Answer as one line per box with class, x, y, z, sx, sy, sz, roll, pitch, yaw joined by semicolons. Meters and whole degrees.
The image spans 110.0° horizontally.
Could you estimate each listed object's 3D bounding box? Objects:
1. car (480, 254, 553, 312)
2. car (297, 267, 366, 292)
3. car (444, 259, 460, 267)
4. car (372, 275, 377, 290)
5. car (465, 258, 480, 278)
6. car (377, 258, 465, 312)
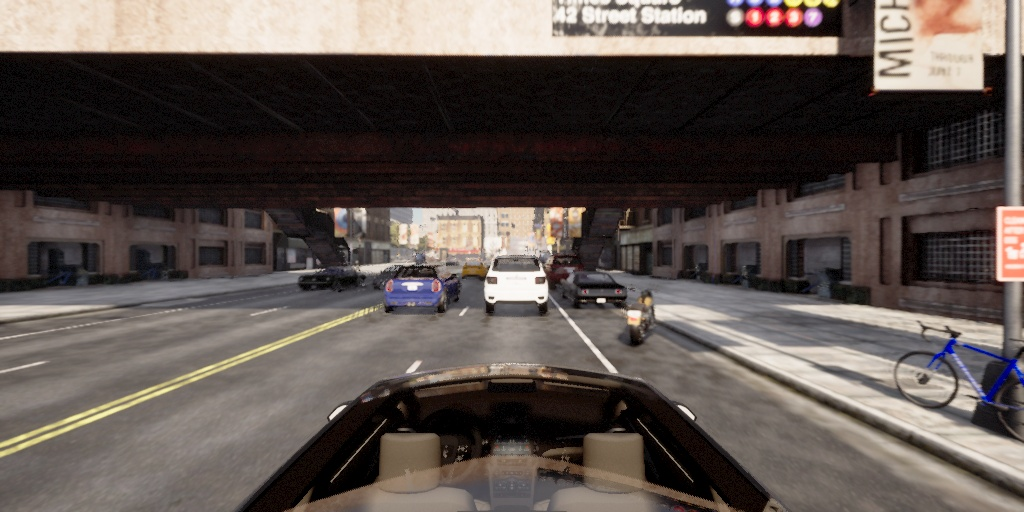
car;0.167;0.945;14.118;2.150;2.045;5.566;0;0;1
car;-10.484;1.308;21.203;1.895;1.301;4.718;0;0;0
car;-10.428;1.218;62.739;1.895;1.301;4.718;0;0;1
car;-6.981;1.231;22.126;1.812;1.442;4.674;0;0;0
car;-3.279;1.162;32.209;1.882;1.535;5.008;0;0;0
car;-3.331;1.075;14.193;2.097;1.767;4.553;0;0;1
